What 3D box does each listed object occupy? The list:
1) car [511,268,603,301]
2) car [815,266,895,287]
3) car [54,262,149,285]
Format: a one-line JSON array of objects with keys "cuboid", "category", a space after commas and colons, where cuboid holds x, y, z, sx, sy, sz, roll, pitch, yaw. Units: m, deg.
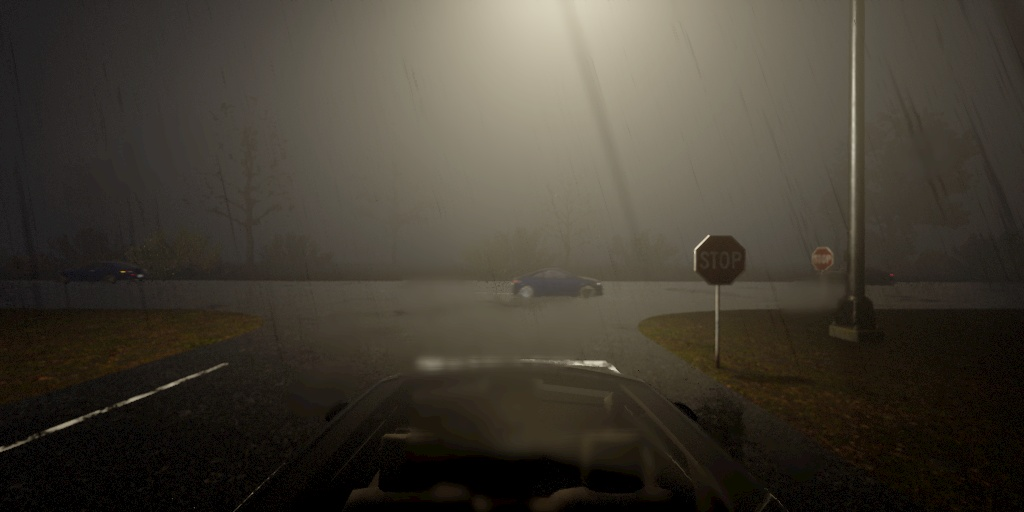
[{"cuboid": [2.035, 1.262, 16.602, 4.181, 1.385, 1.994, 0, 0, -1], "category": "car"}, {"cuboid": [23.023, 1.366, 24.159, 4.181, 1.385, 1.994, 0, 0, -2], "category": "car"}, {"cuboid": [-26.099, 1.083, 22.911, 4.674, 1.442, 1.812, 0, 0, -2], "category": "car"}]
